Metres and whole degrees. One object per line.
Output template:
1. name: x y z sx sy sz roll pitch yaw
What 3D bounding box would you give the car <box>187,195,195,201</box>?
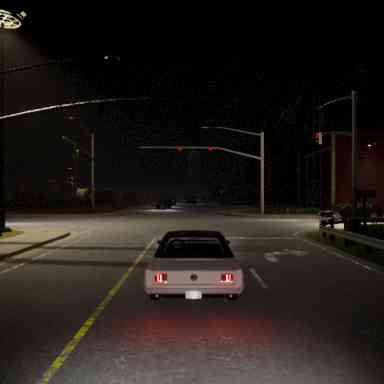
1. car: -0.234 1.441 80.353 2.033 1.411 5.357 0 0 0

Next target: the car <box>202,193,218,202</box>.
1. car: 3.951 1.144 72.909 1.905 1.878 3.866 -8 3 -42

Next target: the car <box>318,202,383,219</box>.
1. car: 12.753 1.518 26.785 4.902 1.511 2.128 0 0 1

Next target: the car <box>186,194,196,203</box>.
1. car: -0.207 1.354 71.124 2.097 1.767 4.553 0 0 0

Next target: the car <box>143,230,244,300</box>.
1. car: 0.043 1.601 8.325 1.895 1.301 4.718 0 0 0

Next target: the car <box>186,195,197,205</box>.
1. car: -0.166 1.504 57.127 1.837 1.490 4.892 0 0 0

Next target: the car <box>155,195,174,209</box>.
1. car: -3.725 1.523 44.525 1.812 1.442 4.674 0 0 0

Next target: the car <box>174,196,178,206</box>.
1. car: -3.744 1.352 54.428 2.097 1.767 4.553 0 0 0

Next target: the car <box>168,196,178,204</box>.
1. car: -3.736 1.493 66.054 1.837 1.490 4.892 0 0 0
